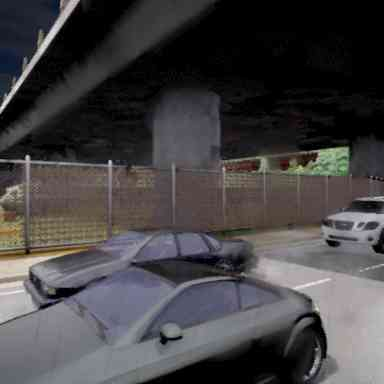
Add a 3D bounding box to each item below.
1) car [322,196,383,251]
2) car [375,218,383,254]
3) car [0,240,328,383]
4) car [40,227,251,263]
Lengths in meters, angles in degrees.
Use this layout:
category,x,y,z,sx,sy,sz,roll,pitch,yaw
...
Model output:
category,x,y,z,sx,sy,sz,roll,pitch,yaw
car,7.790,1.211,13.881,5.566,2.045,2.150,0,0,-36
car,7.292,1.495,9.234,4.892,1.490,1.837,0,0,-36
car,-0.359,1.564,3.745,4.181,1.385,1.994,0,0,-36
car,-0.827,1.547,7.705,5.357,1.411,2.033,0,0,-36
